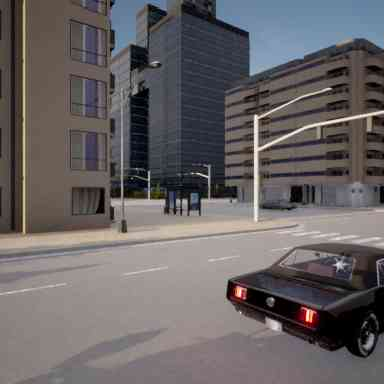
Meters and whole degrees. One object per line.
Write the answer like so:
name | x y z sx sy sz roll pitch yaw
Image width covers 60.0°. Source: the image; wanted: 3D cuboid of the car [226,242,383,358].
car | 2.954 1.601 6.035 4.718 1.301 1.895 0 0 -36

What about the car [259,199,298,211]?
car | 10.499 1.603 41.541 2.033 1.411 5.357 0 0 -38
